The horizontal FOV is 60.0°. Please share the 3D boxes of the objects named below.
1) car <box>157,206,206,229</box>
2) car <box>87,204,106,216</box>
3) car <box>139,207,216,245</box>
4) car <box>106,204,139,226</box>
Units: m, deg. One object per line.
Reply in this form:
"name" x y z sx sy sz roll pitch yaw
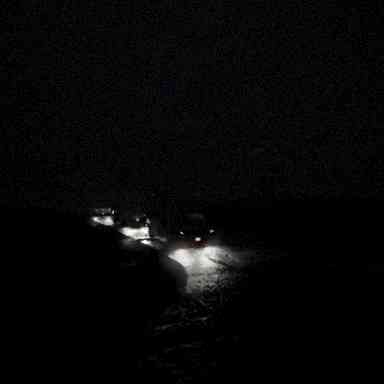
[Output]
"car" -0.895 1.748 23.865 1.895 1.301 4.718 0 -1 -24
"car" -10.466 2.014 37.436 1.895 1.301 4.718 0 -1 -27
"car" -0.792 1.612 16.240 2.033 1.411 5.357 0 -1 -23
"car" -4.833 1.704 25.548 2.128 1.511 4.902 0 -1 -24
